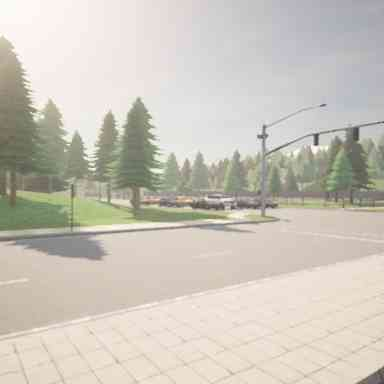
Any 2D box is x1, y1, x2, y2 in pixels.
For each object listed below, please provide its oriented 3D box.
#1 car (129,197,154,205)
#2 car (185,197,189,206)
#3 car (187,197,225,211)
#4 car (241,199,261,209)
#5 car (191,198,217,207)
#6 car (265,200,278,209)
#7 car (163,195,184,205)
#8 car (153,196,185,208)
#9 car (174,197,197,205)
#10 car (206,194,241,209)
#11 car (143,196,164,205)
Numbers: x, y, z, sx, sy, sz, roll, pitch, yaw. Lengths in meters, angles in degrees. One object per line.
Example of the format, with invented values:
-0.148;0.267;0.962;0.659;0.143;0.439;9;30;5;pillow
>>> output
-9.497;1.680;60.154;2.033;1.411;5.357;0;0;-36;car
-1.699;1.627;55.114;1.882;1.535;5.008;0;0;-35;car
1.724;1.732;44.148;1.895;1.301;4.718;0;0;-35;car
7.470;1.713;48.153;2.033;1.411;5.357;0;0;-35;car
1.960;1.767;56.001;1.895;1.301;4.718;0;0;-35;car
10.397;1.730;50.082;2.033;1.411;5.357;0;0;-35;car
-3.610;1.519;63.983;2.097;1.767;4.553;0;0;-35;car
-3.631;1.637;51.771;1.837;1.490;4.892;0;0;-35;car
-1.350;1.731;66.899;2.033;1.411;5.357;0;0;-34;car
3.913;1.370;47.138;2.150;2.045;5.566;0;0;-34;car
-7.362;1.627;63.229;1.882;1.535;5.008;0;0;-35;car
